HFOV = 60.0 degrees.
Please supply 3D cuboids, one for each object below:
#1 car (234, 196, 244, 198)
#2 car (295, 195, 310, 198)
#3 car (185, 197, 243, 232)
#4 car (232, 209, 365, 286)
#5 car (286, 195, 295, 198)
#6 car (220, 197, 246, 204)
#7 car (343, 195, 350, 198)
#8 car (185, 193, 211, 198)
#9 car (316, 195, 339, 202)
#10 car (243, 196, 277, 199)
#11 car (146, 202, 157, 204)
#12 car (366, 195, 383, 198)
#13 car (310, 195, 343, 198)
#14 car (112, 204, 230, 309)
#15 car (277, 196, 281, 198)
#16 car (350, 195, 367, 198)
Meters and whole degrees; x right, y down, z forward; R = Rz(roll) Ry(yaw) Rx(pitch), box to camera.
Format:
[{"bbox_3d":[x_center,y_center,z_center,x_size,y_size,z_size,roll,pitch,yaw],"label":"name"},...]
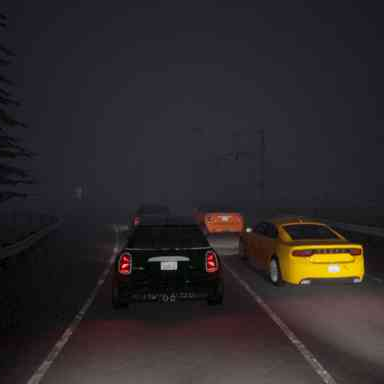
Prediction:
[{"bbox_3d":[9.796,1.506,62.886,4.892,1.490,1.837,1,0,-19],"label":"car"},{"bbox_3d":[24.092,1.355,67.682,4.553,1.767,2.097,0,0,-19],"label":"car"},{"bbox_3d":[1.204,1.352,18.368,2.097,1.767,4.553,0,0,-12],"label":"car"},{"bbox_3d":[2.730,1.478,9.482,1.882,1.535,5.008,0,0,-6],"label":"car"},{"bbox_3d":[21.904,1.355,70.634,4.553,1.767,2.097,0,0,-19],"label":"car"},{"bbox_3d":[8.104,1.600,65.983,4.718,1.301,1.895,0,0,-18],"label":"car"},{"bbox_3d":[35.816,1.525,76.541,4.902,1.511,2.128,0,0,-29],"label":"car"},{"bbox_3d":[1.164,1.212,67.304,5.566,2.045,2.150,-1,0,-18],"label":"car"},{"bbox_3d":[31.935,1.539,78.438,5.357,1.411,2.033,0,0,-25],"label":"car"},{"bbox_3d":[12.247,1.600,60.030,4.718,1.301,1.895,0,0,-19],"label":"car"},{"bbox_3d":[-2.110,1.352,16.928,2.097,1.767,4.553,0,0,-12],"label":"car"},{"bbox_3d":[39.912,1.552,70.842,4.181,1.385,1.994,0,0,-29],"label":"car"},{"bbox_3d":[26.129,1.525,64.680,4.902,1.511,2.128,0,0,-19],"label":"car"},{"bbox_3d":[-0.630,1.352,8.121,2.097,1.767,4.553,0,0,-6],"label":"car"},{"bbox_3d":[17.846,1.552,72.946,4.181,1.385,1.994,0,0,-19],"label":"car"},{"bbox_3d":[37.972,1.355,73.755,4.553,1.767,2.097,0,0,-29],"label":"car"}]
